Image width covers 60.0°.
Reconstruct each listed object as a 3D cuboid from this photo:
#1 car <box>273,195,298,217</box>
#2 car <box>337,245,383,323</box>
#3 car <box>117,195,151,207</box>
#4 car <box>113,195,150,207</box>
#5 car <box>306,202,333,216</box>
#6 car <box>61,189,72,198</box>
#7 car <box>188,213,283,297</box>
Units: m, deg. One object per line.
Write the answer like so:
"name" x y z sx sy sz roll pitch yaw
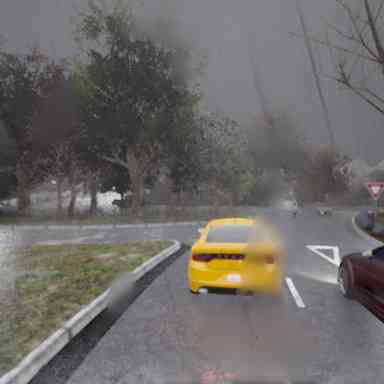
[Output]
"car" 9.138 1.274 32.644 2.150 2.045 5.566 0 -1 15
"car" 3.967 1.497 5.507 1.994 1.385 4.181 0 0 6
"car" -10.329 1.565 59.431 5.566 2.045 2.150 0 -1 0
"car" -10.531 1.532 56.178 5.566 2.045 2.150 0 -1 2
"car" 12.508 1.658 33.031 1.895 1.301 4.718 0 -1 12
"car" -32.854 0.722 85.259 1.946 1.575 5.366 0 3 -12
"car" 1.116 1.398 8.492 1.882 1.535 5.008 0 0 8
